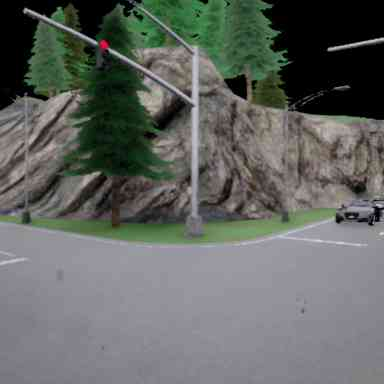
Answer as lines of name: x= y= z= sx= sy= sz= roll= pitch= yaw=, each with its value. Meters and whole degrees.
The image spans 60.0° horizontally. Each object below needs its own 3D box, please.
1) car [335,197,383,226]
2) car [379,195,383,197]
car: x=10.256 y=1.196 z=20.385 sx=1.994 sy=1.385 sz=4.181 roll=1 pitch=2 yaw=38
car: x=16.863 y=0.992 z=28.550 sx=4.902 sy=1.511 sz=2.128 roll=-1 pitch=2 yaw=-42
